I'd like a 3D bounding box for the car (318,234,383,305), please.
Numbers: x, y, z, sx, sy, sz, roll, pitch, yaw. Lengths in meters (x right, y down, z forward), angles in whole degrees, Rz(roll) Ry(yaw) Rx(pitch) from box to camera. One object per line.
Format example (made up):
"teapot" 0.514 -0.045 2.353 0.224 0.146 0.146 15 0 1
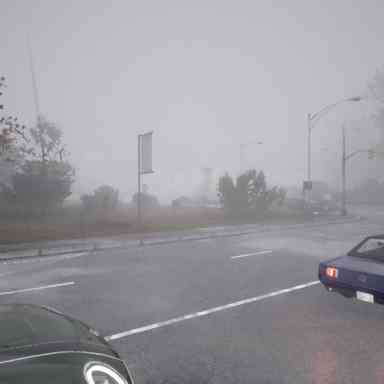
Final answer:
"car" 4.906 1.573 7.230 4.718 1.301 1.895 0 0 -35

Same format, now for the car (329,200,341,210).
"car" 14.419 1.247 37.937 2.128 1.511 4.902 -1 0 -39

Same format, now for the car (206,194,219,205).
"car" 2.308 1.117 53.095 2.097 1.767 4.553 -1 0 -39

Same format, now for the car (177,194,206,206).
"car" -0.568 1.300 51.089 1.837 1.490 4.892 -1 0 -39

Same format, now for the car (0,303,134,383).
"car" -2.567 1.352 1.893 4.553 1.767 2.097 0 0 -36

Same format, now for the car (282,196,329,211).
"car" 11.698 1.291 35.704 1.837 1.490 4.892 -1 0 -38
